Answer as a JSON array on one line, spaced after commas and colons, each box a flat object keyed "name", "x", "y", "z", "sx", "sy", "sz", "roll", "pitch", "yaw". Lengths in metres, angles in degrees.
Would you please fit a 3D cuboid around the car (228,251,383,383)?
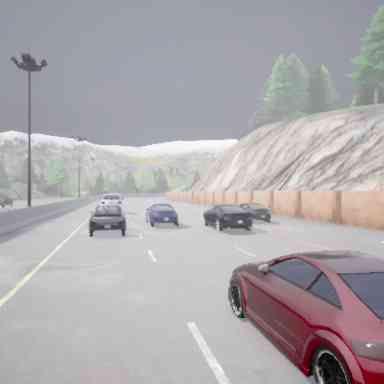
[{"name": "car", "x": 2.025, "y": 1.570, "z": 4.968, "sx": 1.994, "sy": 1.385, "sz": 4.181, "roll": 0, "pitch": 0, "yaw": -13}]

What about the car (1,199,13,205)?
[{"name": "car", "x": -24.855, "y": 1.243, "z": 43.431, "sx": 2.128, "sy": 1.511, "sz": 4.902, "roll": 0, "pitch": 0, "yaw": -13}]

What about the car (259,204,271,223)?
[{"name": "car", "x": 4.468, "y": 1.550, "z": 25.598, "sx": 1.812, "sy": 1.442, "sz": 4.674, "roll": 0, "pitch": 0, "yaw": -13}]

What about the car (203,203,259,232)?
[{"name": "car", "x": 2.062, "y": 1.496, "z": 20.507, "sx": 1.882, "sy": 1.535, "sz": 5.008, "roll": 0, "pitch": 0, "yaw": -13}]

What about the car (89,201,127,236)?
[{"name": "car", "x": -4.708, "y": 1.498, "z": 18.716, "sx": 2.128, "sy": 1.511, "sz": 4.902, "roll": 0, "pitch": 0, "yaw": -13}]

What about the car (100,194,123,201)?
[{"name": "car", "x": -8.505, "y": 1.236, "z": 35.243, "sx": 2.150, "sy": 2.045, "sz": 5.566, "roll": 0, "pitch": 0, "yaw": -13}]

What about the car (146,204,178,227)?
[{"name": "car", "x": -2.131, "y": 1.540, "z": 23.129, "sx": 1.812, "sy": 1.442, "sz": 4.674, "roll": 0, "pitch": 0, "yaw": -13}]
